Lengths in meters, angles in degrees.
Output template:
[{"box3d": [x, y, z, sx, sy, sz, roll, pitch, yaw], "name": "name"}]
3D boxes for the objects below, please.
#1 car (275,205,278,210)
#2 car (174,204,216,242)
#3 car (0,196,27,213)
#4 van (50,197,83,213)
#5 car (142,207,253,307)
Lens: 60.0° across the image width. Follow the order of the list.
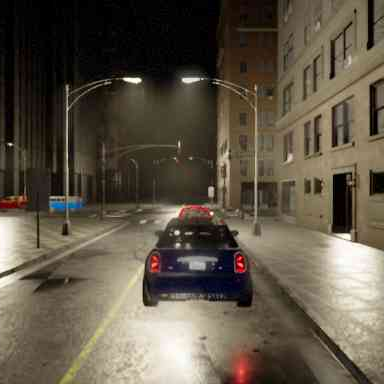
[{"box3d": [12.187, 1.574, 38.644, 4.829, 1.417, 1.752, 0, 0, -1], "name": "car"}, {"box3d": [0.130, 1.499, 17.439, 1.882, 1.535, 5.008, 0, 0, 0], "name": "car"}, {"box3d": [-20.297, 1.405, 38.209, 5.009, 1.841, 2.192, 0, 0, -1], "name": "car"}, {"box3d": [-14.656, 1.432, 38.285, 3.998, 1.788, 1.690, 0, 0, -1], "name": "van"}, {"box3d": [0.114, 1.361, 8.150, 2.097, 1.767, 4.553, 0, 0, 0], "name": "car"}]
